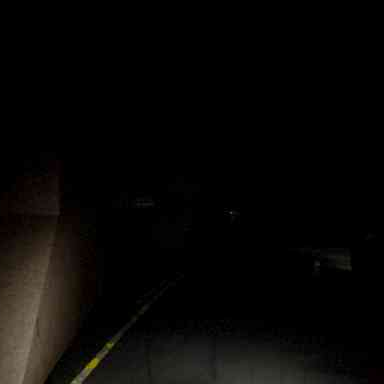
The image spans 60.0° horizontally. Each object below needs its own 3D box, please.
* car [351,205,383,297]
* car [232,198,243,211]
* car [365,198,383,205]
[{"bbox_3d":[4.876,1.342,6.988,2.097,1.767,4.553,1,0,14],"label":"car"},{"bbox_3d":[6.345,1.320,37.182,1.837,1.490,4.892,0,0,40],"label":"car"},{"bbox_3d":[20.948,1.440,37.252,4.674,1.442,1.812,0,1,-44],"label":"car"}]
